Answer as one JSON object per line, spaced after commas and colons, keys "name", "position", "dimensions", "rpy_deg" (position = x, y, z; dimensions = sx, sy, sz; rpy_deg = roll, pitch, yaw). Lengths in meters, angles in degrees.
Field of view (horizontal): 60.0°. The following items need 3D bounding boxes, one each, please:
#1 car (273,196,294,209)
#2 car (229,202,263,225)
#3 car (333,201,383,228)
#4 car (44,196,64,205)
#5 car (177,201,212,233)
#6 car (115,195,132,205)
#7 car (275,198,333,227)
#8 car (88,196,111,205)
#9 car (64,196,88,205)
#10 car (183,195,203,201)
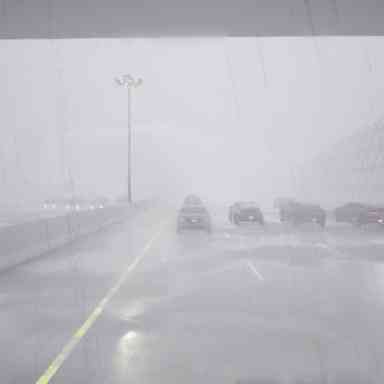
{"name": "car", "position": [10.608, 1.260, 37.877], "dimensions": [1.837, 1.490, 4.892], "rpy_deg": [0, -1, 0]}
{"name": "car", "position": [3.605, 1.381, 22.559], "dimensions": [1.812, 1.442, 4.674], "rpy_deg": [0, 0, 0]}
{"name": "car", "position": [10.603, 1.368, 21.136], "dimensions": [1.837, 1.490, 4.892], "rpy_deg": [0, 0, 0]}
{"name": "car", "position": [-20.990, 1.254, 51.105], "dimensions": [1.994, 1.385, 4.181], "rpy_deg": [0, 0, 0]}
{"name": "car", "position": [0.103, 1.428, 18.579], "dimensions": [2.033, 1.411, 5.357], "rpy_deg": [0, 0, 0]}
{"name": "car", "position": [-10.491, 1.160, 50.993], "dimensions": [1.882, 1.535, 5.008], "rpy_deg": [0, 0, 0]}
{"name": "car", "position": [7.105, 1.364, 21.737], "dimensions": [1.837, 1.490, 4.892], "rpy_deg": [0, 0, 0]}
{"name": "car", "position": [-13.990, 1.282, 51.078], "dimensions": [1.895, 1.301, 4.718], "rpy_deg": [0, 0, 0]}
{"name": "car", "position": [-17.490, 1.276, 51.031], "dimensions": [1.895, 1.301, 4.718], "rpy_deg": [0, 0, 0]}
{"name": "car", "position": [0.106, 1.116, 37.294], "dimensions": [2.097, 1.767, 4.553], "rpy_deg": [0, 1, 0]}
